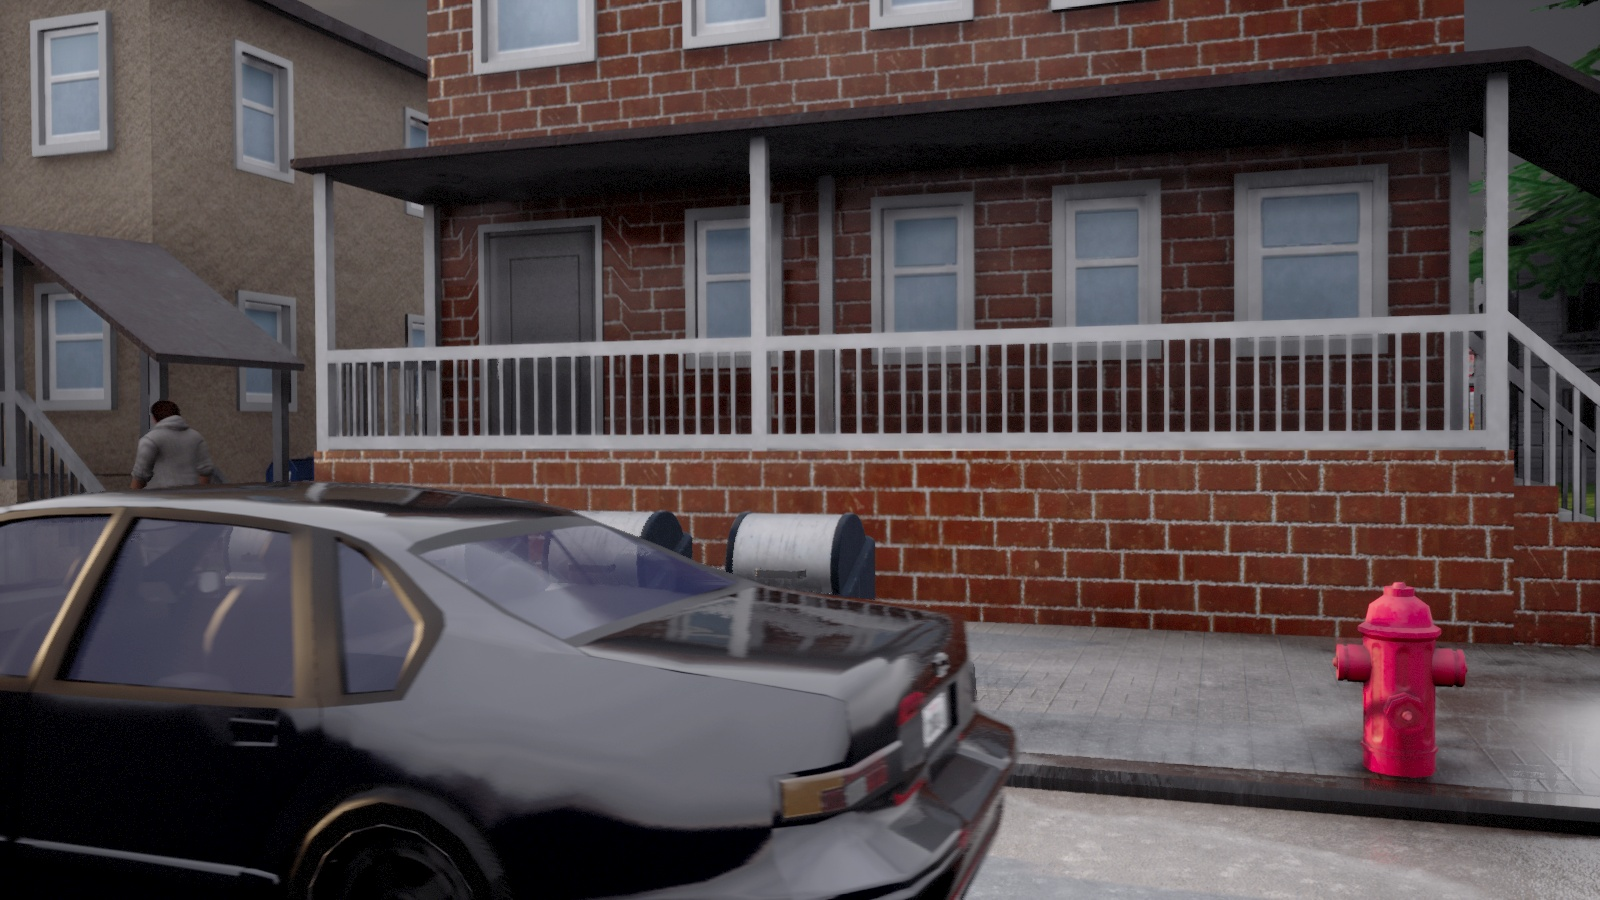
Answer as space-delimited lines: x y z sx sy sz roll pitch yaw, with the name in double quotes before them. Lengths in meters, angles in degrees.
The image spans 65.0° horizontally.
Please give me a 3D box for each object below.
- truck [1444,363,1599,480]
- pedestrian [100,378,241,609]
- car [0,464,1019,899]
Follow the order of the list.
"truck" 26.756 -0.942 42.504 8.468 3.827 2.891 0 1 18
"pedestrian" -5.502 0.360 10.998 0.873 1.952 0.659 0 1 14
"car" -2.078 0.804 4.418 5.357 1.411 2.033 0 1 19
